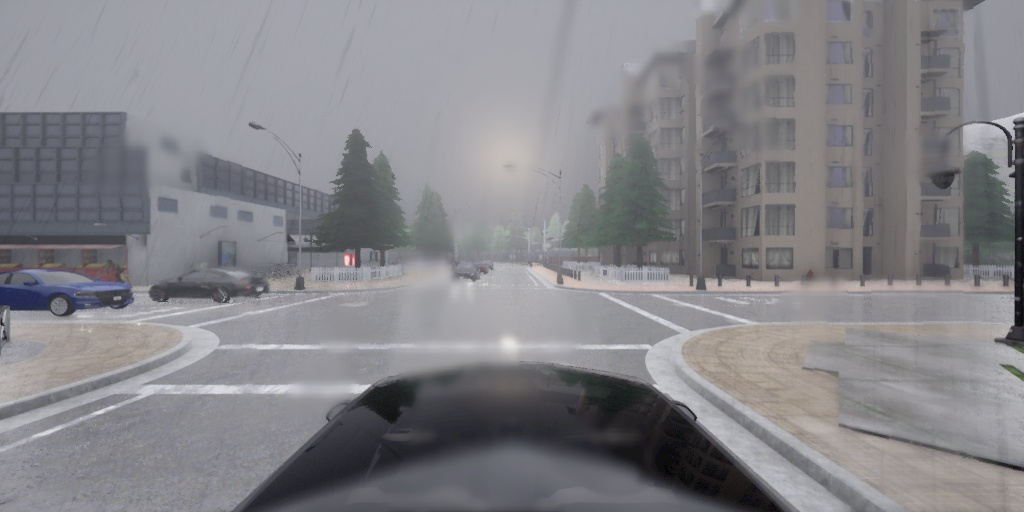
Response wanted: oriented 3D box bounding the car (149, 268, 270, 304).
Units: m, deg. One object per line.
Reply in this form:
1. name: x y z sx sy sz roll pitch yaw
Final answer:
1. car: -13.113 1.255 15.673 4.674 1.442 1.812 0 0 6

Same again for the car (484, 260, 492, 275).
1. car: -3.604 1.337 39.374 1.895 1.301 4.718 0 0 0

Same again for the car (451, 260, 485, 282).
1. car: -3.589 1.287 28.839 2.033 1.411 5.357 0 0 0

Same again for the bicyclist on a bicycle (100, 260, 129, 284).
1. bicyclist on a bicycle: -22.375 1.029 20.107 0.582 1.620 1.656 0 0 1

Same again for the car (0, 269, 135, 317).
1. car: -16.294 1.208 12.565 5.008 1.535 1.882 0 0 1

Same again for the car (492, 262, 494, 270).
1. car: -3.551 1.279 50.598 2.033 1.411 5.357 0 0 1
